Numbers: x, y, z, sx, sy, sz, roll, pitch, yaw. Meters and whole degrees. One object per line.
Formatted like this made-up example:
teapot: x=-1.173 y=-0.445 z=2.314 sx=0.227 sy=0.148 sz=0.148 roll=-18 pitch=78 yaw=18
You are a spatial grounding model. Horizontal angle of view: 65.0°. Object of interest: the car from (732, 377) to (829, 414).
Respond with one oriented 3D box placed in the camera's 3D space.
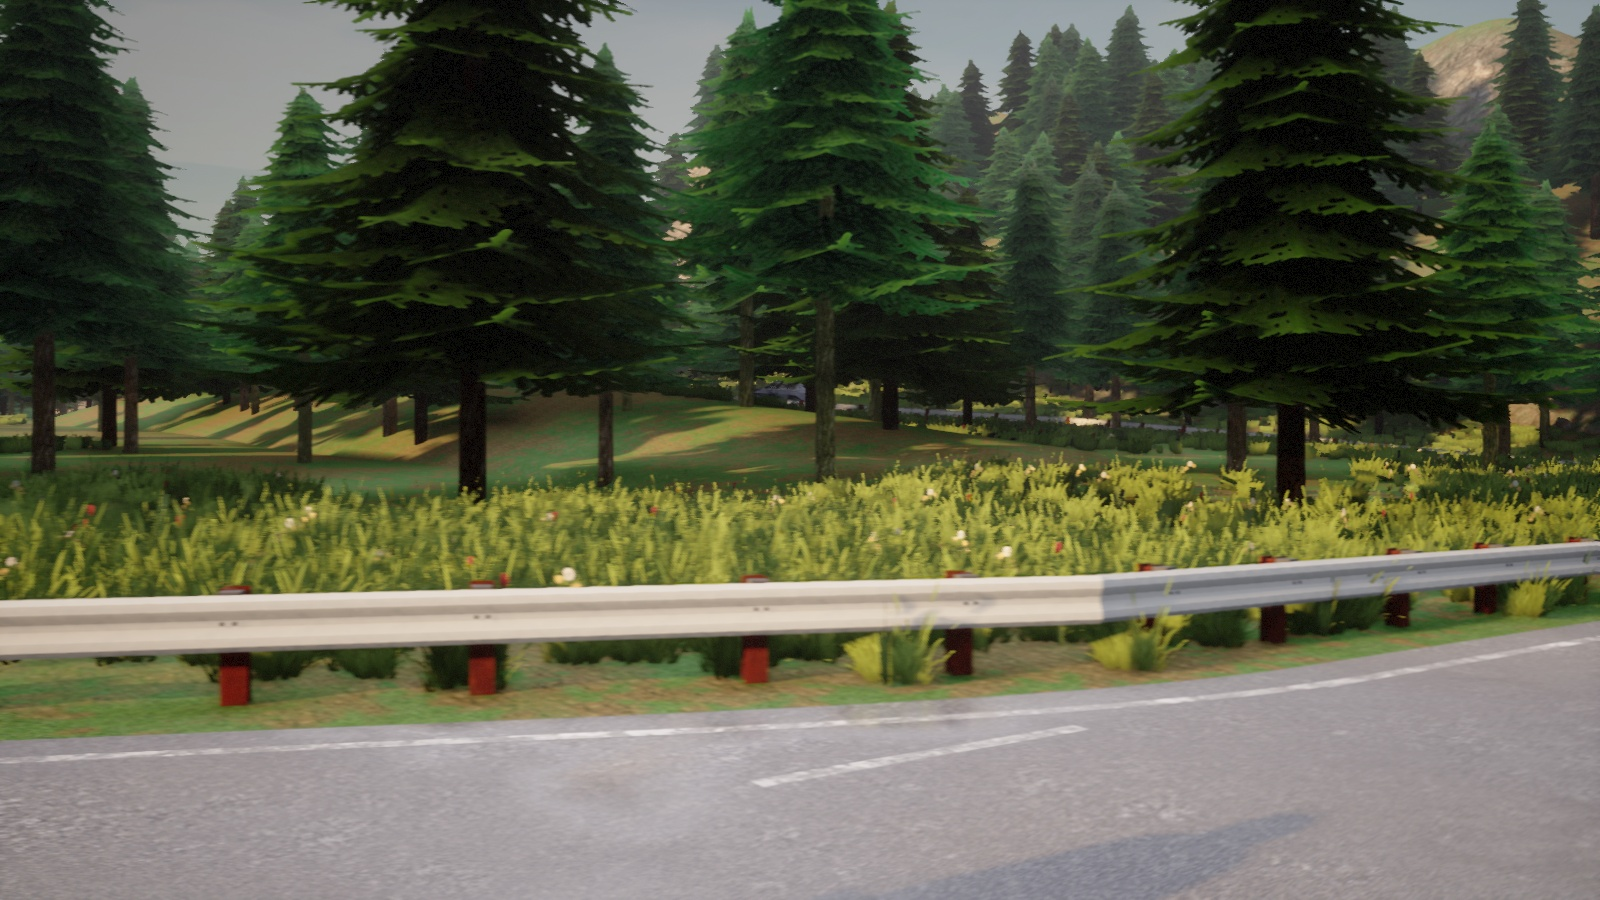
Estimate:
car: x=-1.061 y=-2.894 z=66.633 sx=4.856 sy=1.649 sz=2.033 roll=6 pitch=4 yaw=39
